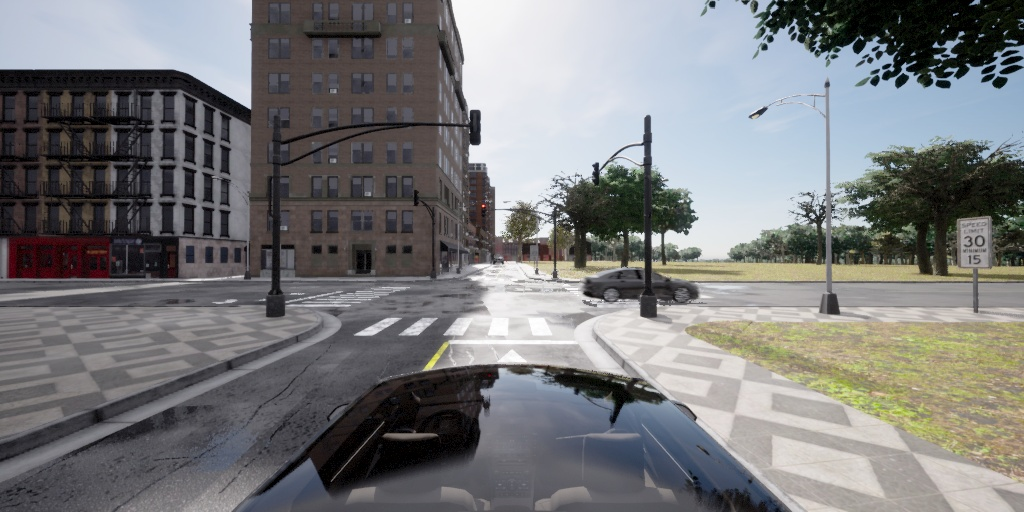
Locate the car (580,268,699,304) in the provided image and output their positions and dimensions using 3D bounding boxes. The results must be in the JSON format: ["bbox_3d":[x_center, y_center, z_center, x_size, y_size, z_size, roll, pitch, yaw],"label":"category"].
[{"bbox_3d":[5.433,1.267,15.462,4.892,1.490,1.837,0,-1,0],"label":"car"}]
